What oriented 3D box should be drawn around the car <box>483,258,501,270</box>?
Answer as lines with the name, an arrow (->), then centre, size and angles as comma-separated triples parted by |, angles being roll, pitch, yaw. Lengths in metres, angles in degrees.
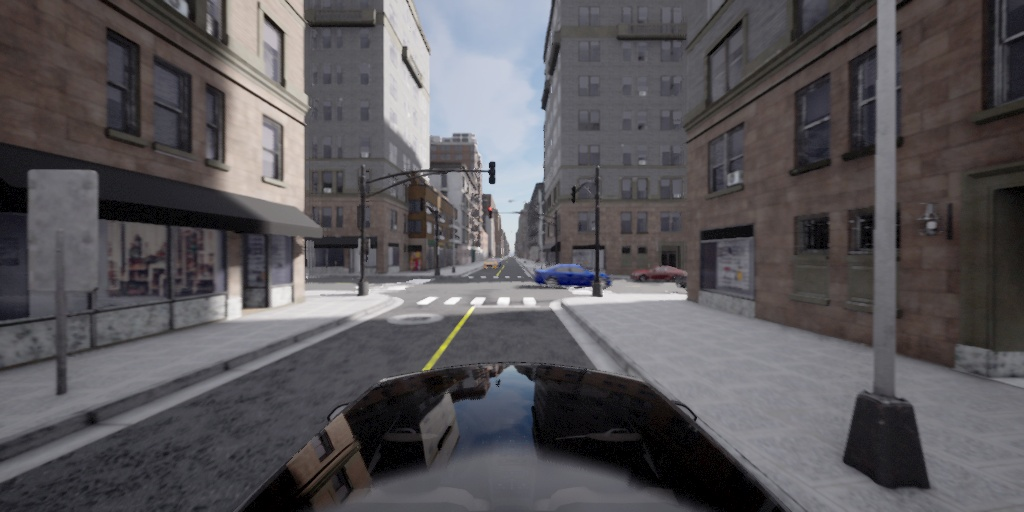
car -> -3.061, 1.151, 51.799 | 1.882, 1.535, 5.008 | 0, 0, 0

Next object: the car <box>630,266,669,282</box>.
car -> 11.654, 1.419, 28.778 | 4.207, 1.307, 1.802 | 0, 0, 0

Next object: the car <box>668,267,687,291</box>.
car -> 11.619, 1.442, 20.253 | 4.403, 1.370, 2.007 | 0, 0, 0

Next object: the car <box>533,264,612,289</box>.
car -> 3.893, 1.293, 23.157 | 5.008, 1.535, 1.882 | 1, 1, 0
